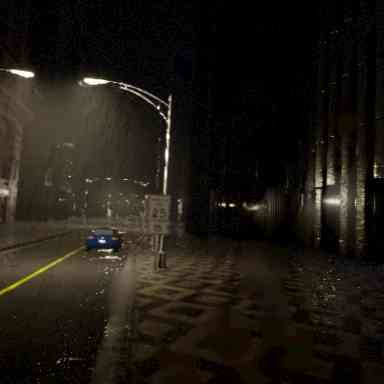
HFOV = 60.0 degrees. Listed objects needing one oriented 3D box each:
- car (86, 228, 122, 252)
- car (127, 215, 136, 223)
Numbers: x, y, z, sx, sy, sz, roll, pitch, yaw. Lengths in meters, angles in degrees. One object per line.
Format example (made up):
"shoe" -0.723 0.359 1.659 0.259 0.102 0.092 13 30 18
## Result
"car" -5.544 2.977 21.355 1.994 1.385 4.181 4 -5 -9
"car" -16.769 7.528 92.072 2.150 2.045 5.566 4 -4 -9
